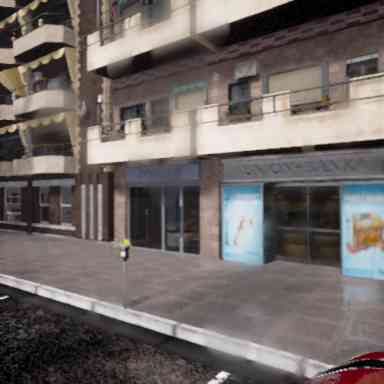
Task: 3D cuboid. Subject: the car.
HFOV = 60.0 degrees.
[{"bbox_3d":[2.270,1.429,1.253,4.097,1.590,1.967,-1,0,35],"label":"car"}]
